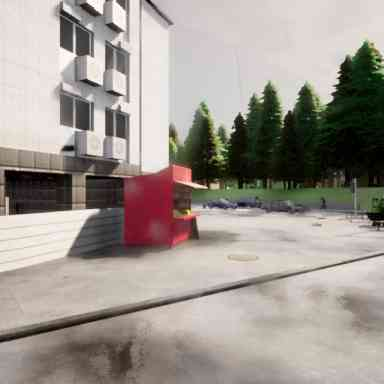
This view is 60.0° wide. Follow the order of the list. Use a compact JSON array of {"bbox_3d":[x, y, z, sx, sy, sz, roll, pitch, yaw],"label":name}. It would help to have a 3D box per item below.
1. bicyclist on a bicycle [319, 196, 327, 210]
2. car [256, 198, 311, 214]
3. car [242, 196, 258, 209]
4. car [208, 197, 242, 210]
[{"bbox_3d":[15.946,1.349,40.557,1.656,1.620,0.582,0,0,-35],"label":"bicyclist on a bicycle"},{"bbox_3d":[9.683,1.547,34.873,2.033,1.411,5.357,0,0,-35],"label":"car"},{"bbox_3d":[7.358,1.352,45.390,2.097,1.767,4.553,0,0,-35],"label":"car"},{"bbox_3d":[3.867,1.526,43.074,1.812,1.442,4.674,0,0,-35],"label":"car"}]
